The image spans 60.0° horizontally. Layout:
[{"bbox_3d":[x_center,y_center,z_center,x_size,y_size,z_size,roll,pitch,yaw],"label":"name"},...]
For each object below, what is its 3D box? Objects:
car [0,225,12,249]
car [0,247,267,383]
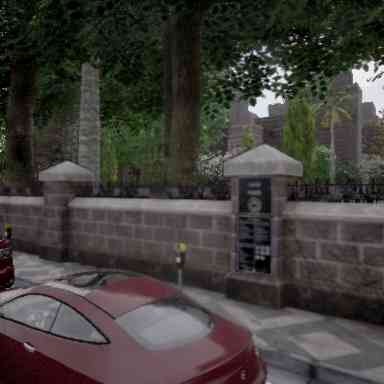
[{"bbox_3d":[-5.744,1.305,7.055,5.009,1.841,2.192,0,0,35],"label":"car"},{"bbox_3d":[-1.246,1.580,3.848,4.206,1.307,1.802,0,0,35],"label":"car"}]
